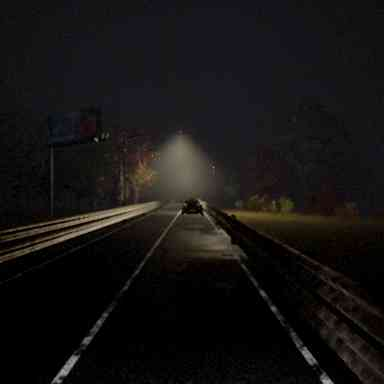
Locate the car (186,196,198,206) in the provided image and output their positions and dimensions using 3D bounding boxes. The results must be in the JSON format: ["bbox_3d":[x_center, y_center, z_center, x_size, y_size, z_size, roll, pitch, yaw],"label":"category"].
[{"bbox_3d":[0.006,1.629,58.984,2.033,1.649,4.856,0,-1,0],"label":"car"}]

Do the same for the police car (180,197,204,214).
[{"bbox_3d":[0.003,1.334,29.067,1.930,1.638,5.238,0,-1,0],"label":"police car"}]
